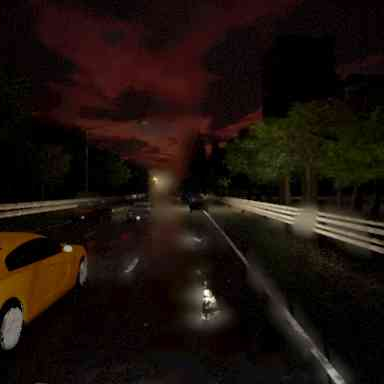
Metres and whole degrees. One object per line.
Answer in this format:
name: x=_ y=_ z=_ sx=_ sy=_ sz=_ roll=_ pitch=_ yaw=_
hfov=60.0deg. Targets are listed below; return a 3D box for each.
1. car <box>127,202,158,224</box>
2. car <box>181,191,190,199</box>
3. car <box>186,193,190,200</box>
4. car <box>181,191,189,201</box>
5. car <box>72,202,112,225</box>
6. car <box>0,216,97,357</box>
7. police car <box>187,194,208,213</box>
car: x=-3.562 y=1.472 z=24.196 sx=1.812 sy=1.442 sz=4.674 roll=0 pitch=0 yaw=-1
car: x=-1.769 y=0.806 z=86.938 sx=2.150 sy=2.045 sz=5.566 roll=0 pitch=0 yaw=-2
car: x=0.385 y=1.347 z=52.174 sx=1.882 sy=1.535 sz=5.008 roll=0 pitch=0 yaw=-1
car: x=-1.136 y=1.025 z=69.513 sx=2.097 sy=1.767 sz=4.553 roll=0 pitch=0 yaw=-2
car: x=-7.059 y=1.439 z=23.874 sx=2.128 sy=1.511 sz=4.902 roll=0 pitch=0 yaw=-1
car: x=-3.420 y=1.464 z=6.010 sx=1.882 sy=1.535 sz=5.008 roll=0 pitch=0 yaw=0
police car: x=0.720 y=1.342 z=36.215 sx=1.930 sy=1.638 sz=5.238 roll=0 pitch=0 yaw=-1
